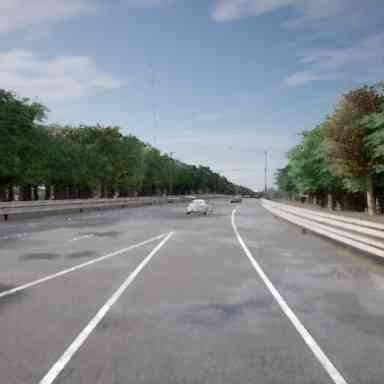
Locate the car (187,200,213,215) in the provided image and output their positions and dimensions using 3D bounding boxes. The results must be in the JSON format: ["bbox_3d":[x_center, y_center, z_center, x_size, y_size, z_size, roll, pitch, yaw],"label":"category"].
[{"bbox_3d":[0.812,1.490,33.064,1.812,1.442,4.674,0,0,14],"label":"car"}]

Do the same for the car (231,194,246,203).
[{"bbox_3d":[8.908,1.501,65.845,2.033,1.411,5.357,0,0,14],"label":"car"}]
